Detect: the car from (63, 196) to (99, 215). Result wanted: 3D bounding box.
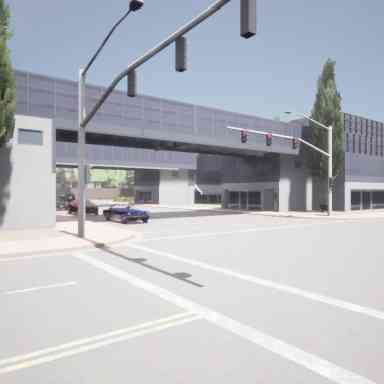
[{"bbox_3d":[-10.898,1.478,33.115,1.882,1.535,5.008,0,0,-36],"label":"car"}]

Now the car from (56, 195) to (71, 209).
[{"bbox_3d":[-16.808,1.505,41.244,1.837,1.490,4.892,0,0,-36],"label":"car"}]

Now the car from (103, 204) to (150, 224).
[{"bbox_3d":[-4.998,1.601,25.014,1.895,1.301,4.718,0,0,-36],"label":"car"}]

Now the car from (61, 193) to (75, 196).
[{"bbox_3d":[-23.777,1.221,63.011,2.150,2.045,5.566,0,0,-36],"label":"car"}]
